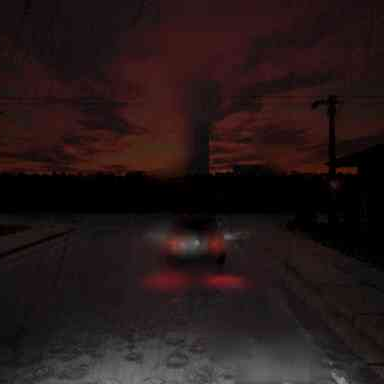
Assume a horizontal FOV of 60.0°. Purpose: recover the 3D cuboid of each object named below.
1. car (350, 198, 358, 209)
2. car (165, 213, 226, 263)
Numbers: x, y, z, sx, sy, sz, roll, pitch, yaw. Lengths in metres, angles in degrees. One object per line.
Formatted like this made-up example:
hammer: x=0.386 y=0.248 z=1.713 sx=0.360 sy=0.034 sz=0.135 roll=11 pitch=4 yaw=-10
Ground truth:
car: x=13.739 y=1.161 z=23.752 sx=4.553 sy=1.767 sz=2.097 roll=0 pitch=1 yaw=-2
car: x=0.096 y=1.440 z=11.502 sx=2.033 sy=1.411 sz=5.357 roll=0 pitch=0 yaw=0
